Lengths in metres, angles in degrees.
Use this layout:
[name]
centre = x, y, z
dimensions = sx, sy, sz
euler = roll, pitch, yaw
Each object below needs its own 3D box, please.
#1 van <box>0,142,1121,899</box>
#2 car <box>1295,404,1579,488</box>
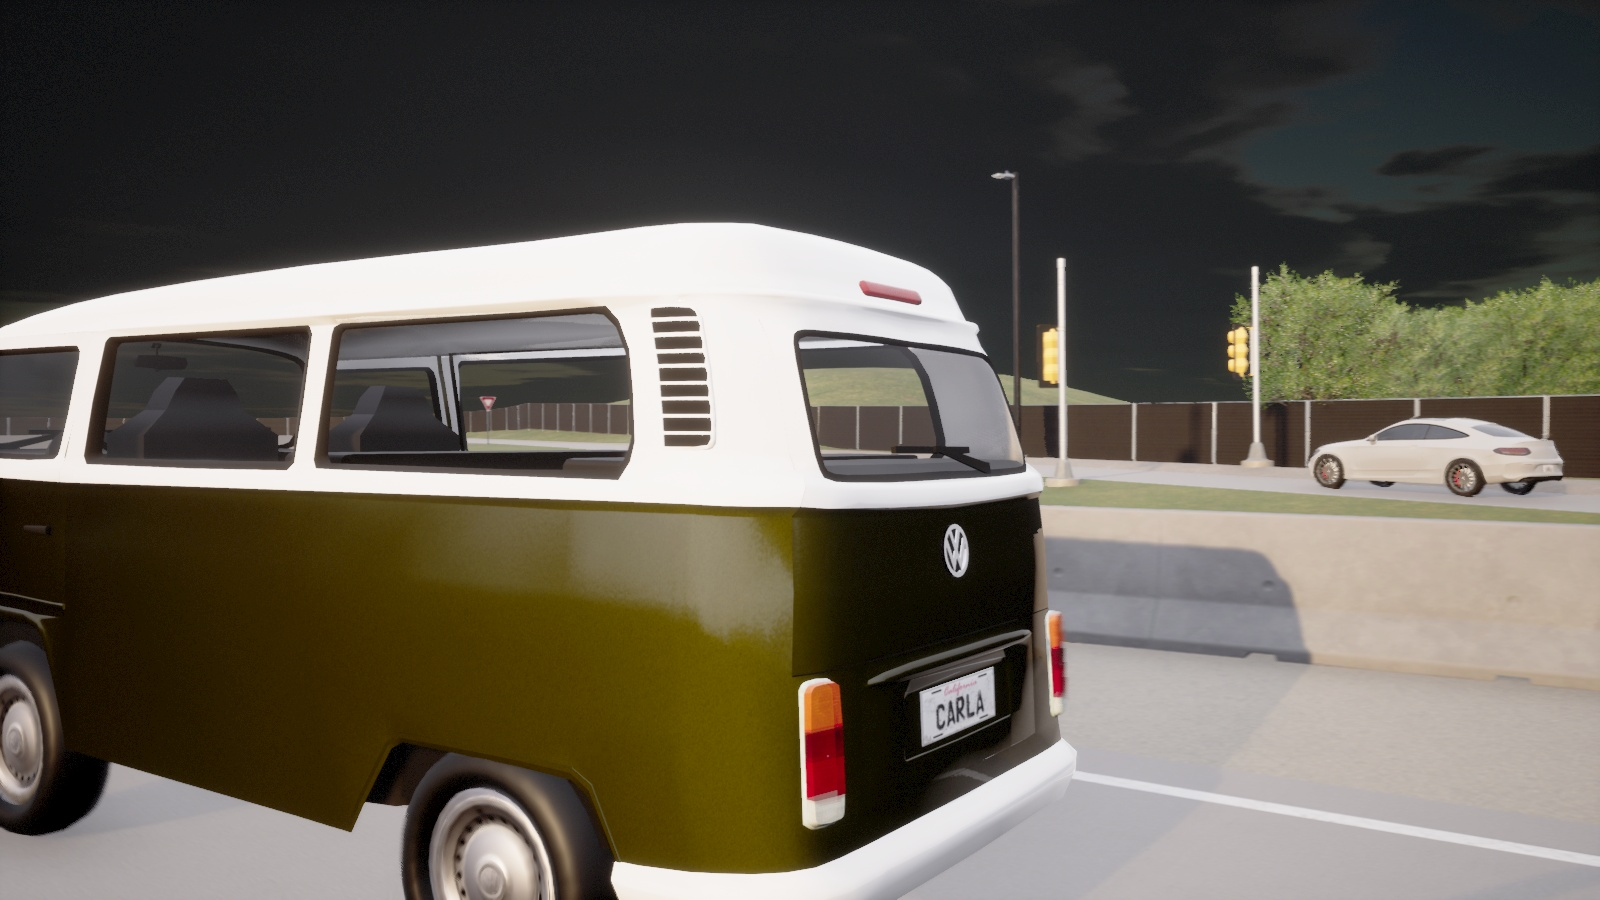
[van]
centre = -1.381, 0.407, 4.536
dimensions = 4.480, 2.038, 2.069
euler = 0, 1, 34
[car]
centre = 12.126, -0.120, 24.267
dimensions = 1.812, 1.442, 4.674
euler = -2, 2, -29
